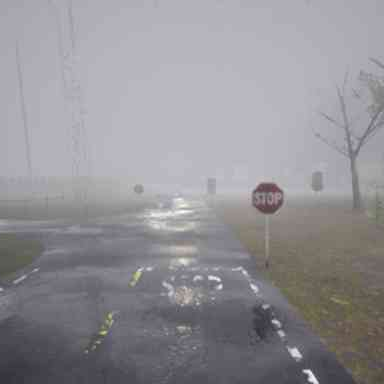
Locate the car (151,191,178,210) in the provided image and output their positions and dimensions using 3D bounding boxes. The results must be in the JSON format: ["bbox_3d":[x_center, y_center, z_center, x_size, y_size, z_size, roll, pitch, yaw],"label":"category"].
[{"bbox_3d":[-2.741,0.945,31.801,2.128,1.511,4.902,0,2,0],"label":"car"}]

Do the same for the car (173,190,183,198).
[{"bbox_3d":[-2.735,0.334,61.284,2.128,1.511,4.902,0,1,0],"label":"car"}]
